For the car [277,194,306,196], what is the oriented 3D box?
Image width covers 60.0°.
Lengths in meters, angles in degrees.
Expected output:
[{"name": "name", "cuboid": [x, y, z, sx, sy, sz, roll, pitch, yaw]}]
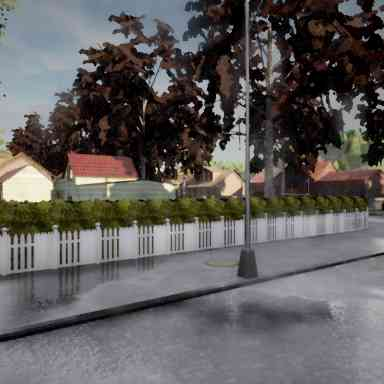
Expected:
[{"name": "car", "cuboid": [10.614, 1.220, 37.802, 2.150, 2.045, 5.566, 0, 0, -35]}]
